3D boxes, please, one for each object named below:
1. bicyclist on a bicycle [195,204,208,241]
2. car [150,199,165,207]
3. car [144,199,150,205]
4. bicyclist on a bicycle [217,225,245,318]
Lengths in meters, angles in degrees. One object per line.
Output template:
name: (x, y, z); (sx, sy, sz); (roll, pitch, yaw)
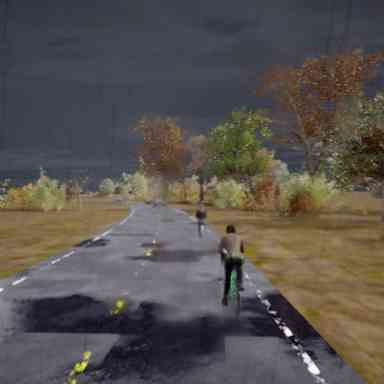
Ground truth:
bicyclist on a bicycle: (0.466, 1.460, 16.272); (0.659, 1.776, 1.843); (0, 0, -3)
car: (-5.883, 1.912, 58.674); (1.812, 1.442, 4.674); (0, 0, -12)
car: (-9.487, 2.098, 73.195); (1.895, 1.301, 4.718); (0, 0, -16)
bicyclist on a bicycle: (0.788, 1.485, 6.543); (0.582, 1.620, 1.656); (0, -1, -1)
